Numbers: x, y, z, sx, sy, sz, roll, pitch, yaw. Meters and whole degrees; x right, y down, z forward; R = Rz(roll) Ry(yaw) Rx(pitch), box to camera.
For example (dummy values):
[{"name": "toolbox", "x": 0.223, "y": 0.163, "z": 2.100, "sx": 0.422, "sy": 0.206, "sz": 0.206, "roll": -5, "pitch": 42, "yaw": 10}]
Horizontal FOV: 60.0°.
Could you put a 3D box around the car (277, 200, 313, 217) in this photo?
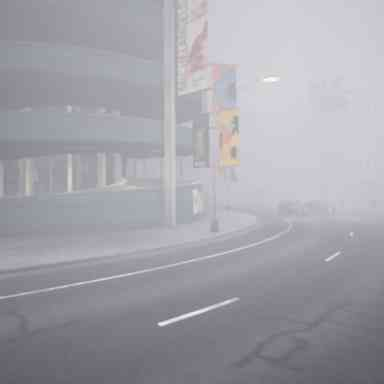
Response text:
[{"name": "car", "x": 9.888, "y": 1.613, "z": 33.050, "sx": 1.837, "sy": 1.490, "sz": 4.892, "roll": 0, "pitch": 0, "yaw": -2}]

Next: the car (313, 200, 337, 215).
[{"name": "car", "x": 13.285, "y": 1.587, "z": 34.860, "sx": 2.128, "sy": 1.511, "sz": 4.902, "roll": 0, "pitch": 0, "yaw": -4}]

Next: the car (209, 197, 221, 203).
[{"name": "car", "x": 4.919, "y": 1.854, "z": 78.422, "sx": 2.231, "sy": 1.521, "sz": 4.892, "roll": 0, "pitch": 0, "yaw": -30}]
